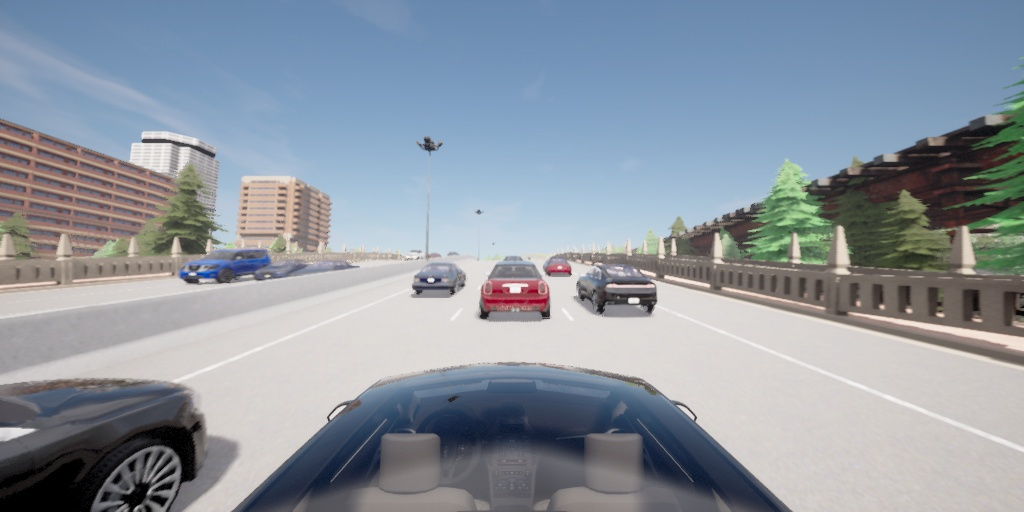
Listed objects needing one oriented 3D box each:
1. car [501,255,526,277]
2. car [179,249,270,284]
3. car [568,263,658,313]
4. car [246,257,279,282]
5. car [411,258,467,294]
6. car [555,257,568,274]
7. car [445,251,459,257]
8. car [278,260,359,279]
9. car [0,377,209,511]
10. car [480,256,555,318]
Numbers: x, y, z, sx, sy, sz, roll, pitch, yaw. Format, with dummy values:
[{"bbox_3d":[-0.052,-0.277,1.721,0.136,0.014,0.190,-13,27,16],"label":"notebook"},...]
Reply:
[{"bbox_3d":[0.110,0.742,28.925,1.837,1.490,4.892,0,2,0],"label":"car"},{"bbox_3d":[-17.589,0.584,22.489,2.150,2.045,5.566,0,1,0],"label":"car"},{"bbox_3d":[3.600,1.061,13.009,2.128,1.511,4.902,0,1,0],"label":"car"},{"bbox_3d":[-14.088,0.925,22.647,1.994,1.385,4.181,0,1,0],"label":"car"},{"bbox_3d":[-3.425,1.016,17.689,2.033,1.411,5.357,0,1,0],"label":"car"},{"bbox_3d":[3.610,0.799,29.050,1.994,1.385,4.181,0,1,0],"label":"car"},{"bbox_3d":[-10.490,-0.027,63.501,2.097,1.767,4.553,0,-1,1],"label":"car"},{"bbox_3d":[-10.590,0.950,20.705,2.033,1.411,5.357,0,1,0],"label":"car"},{"bbox_3d":[-3.448,1.233,0.970,2.128,1.511,4.902,0,0,0],"label":"car"},{"bbox_3d":[0.098,0.934,12.307,2.097,1.767,4.553,0,1,0],"label":"car"}]
